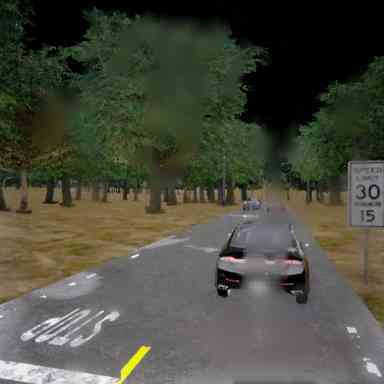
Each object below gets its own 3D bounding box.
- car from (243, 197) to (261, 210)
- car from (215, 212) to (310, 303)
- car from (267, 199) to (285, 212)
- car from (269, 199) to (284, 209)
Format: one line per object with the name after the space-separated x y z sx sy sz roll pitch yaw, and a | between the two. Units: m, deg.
7.850 1.435 43.178 2.097 1.767 4.553 0 0 15 | car
1.812 1.485 8.316 2.128 1.511 4.902 0 0 15 | car
9.729 1.618 38.388 1.994 1.385 4.181 0 0 15 | car
12.225 1.680 48.033 2.033 1.411 5.357 0 -1 15 | car
